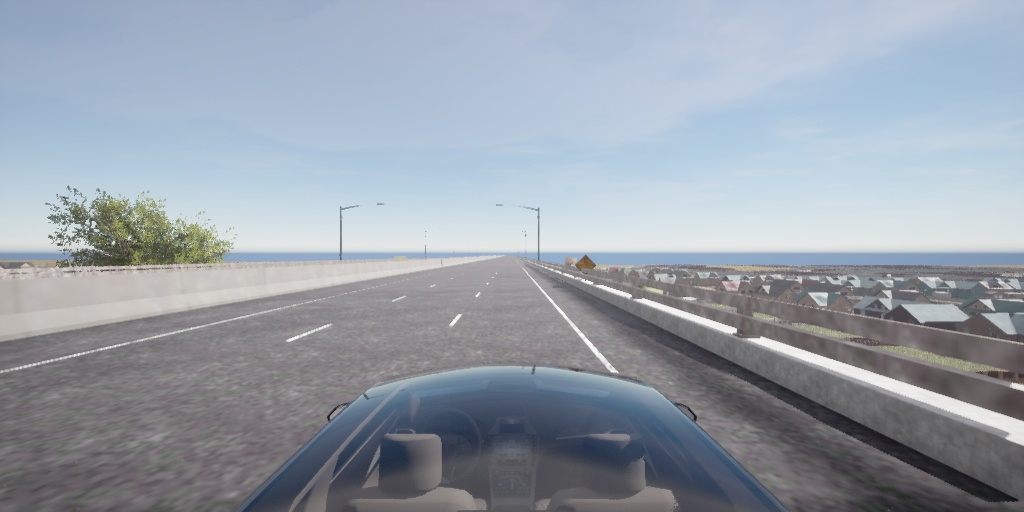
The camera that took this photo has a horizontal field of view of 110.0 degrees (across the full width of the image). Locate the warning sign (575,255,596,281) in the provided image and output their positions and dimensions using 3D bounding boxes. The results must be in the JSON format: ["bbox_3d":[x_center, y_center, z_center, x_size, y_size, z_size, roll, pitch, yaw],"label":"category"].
[{"bbox_3d":[4.550,0.857,22.249,1.300,1.860,1.060,0,0,0],"label":"warning sign"}]
